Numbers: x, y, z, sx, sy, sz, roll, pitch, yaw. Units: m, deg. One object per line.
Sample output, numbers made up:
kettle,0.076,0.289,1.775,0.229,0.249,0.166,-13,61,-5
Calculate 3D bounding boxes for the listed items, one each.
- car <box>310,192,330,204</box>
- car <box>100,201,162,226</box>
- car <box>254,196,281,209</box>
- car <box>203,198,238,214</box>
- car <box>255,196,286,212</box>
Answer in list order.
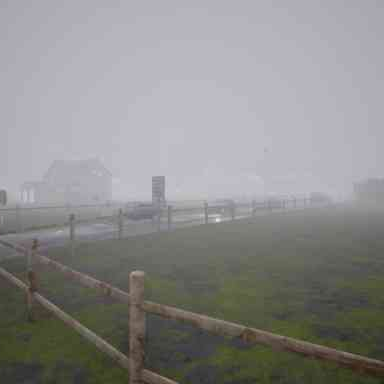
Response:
car,21.149,0.941,54.981,2.150,2.045,5.566,-1,0,34
car,-4.128,1.424,23.155,2.128,1.511,4.902,-1,0,34
car,10.057,1.325,43.895,1.837,1.490,4.892,-1,0,34
car,2.997,1.381,33.590,1.837,1.490,4.892,-1,1,34
car,8.625,1.377,36.625,2.033,1.411,5.357,-1,0,34
